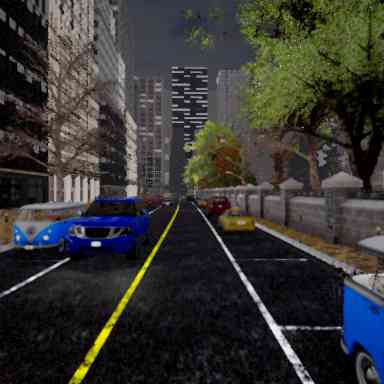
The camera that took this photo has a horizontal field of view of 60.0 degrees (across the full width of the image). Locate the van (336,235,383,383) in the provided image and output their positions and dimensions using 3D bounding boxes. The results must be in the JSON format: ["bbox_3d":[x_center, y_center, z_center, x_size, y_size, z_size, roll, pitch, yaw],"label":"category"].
[{"bbox_3d":[2.561,1.341,2.380,1.690,1.788,3.998,0,0,0],"label":"van"}]

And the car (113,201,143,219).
[{"bbox_3d":[-5.706,1.548,29.956,1.887,1.381,4.507,0,0,-1],"label":"car"}]

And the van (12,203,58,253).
[{"bbox_3d":[-5.513,1.345,13.315,1.690,1.788,3.998,0,0,0],"label":"van"}]

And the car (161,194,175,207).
[{"bbox_3d":[-3.504,1.487,49.799,2.128,1.511,4.902,0,0,-1],"label":"car"}]

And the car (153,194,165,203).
[{"bbox_3d":[-6.725,1.302,68.783,2.192,1.841,5.009,0,0,-2],"label":"car"}]

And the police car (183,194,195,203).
[{"bbox_3d":[-0.367,1.412,66.898,1.930,1.638,5.238,0,0,-2],"label":"police car"}]

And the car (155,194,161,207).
[{"bbox_3d":[-6.046,1.314,46.598,2.192,1.841,5.009,0,0,-1],"label":"car"}]

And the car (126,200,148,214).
[{"bbox_3d":[-5.805,1.584,35.505,1.802,1.307,4.206,0,0,-1],"label":"car"}]

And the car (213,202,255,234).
[{"bbox_3d":[2.461,1.528,19.183,1.752,1.417,4.829,0,0,-1],"label":"car"}]

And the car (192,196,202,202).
[{"bbox_3d":[1.097,1.532,74.475,2.008,1.369,4.403,0,0,-2],"label":"car"}]

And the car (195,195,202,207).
[{"bbox_3d":[1.827,1.520,52.465,1.752,1.417,4.829,0,0,-2],"label":"car"}]

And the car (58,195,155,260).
[{"bbox_3d":[-2.893,1.227,12.778,2.150,2.045,5.566,0,0,0],"label":"car"}]

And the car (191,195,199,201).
[{"bbox_3d":[0.688,1.538,85.567,1.947,1.339,4.313,0,0,-2],"label":"car"}]

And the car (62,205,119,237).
[{"bbox_3d":[-5.562,1.549,18.861,1.887,1.381,4.507,0,0,-1],"label":"car"}]

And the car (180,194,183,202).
[{"bbox_3d":[-1.320,1.484,76.495,1.837,1.490,4.892,0,0,-17],"label":"car"}]

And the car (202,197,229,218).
[{"bbox_3d":[2.317,1.316,30.109,2.192,1.841,5.009,0,0,-1],"label":"car"}]

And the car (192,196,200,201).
[{"bbox_3d":[0.893,1.558,80.021,1.802,1.307,4.206,0,0,-2],"label":"car"}]

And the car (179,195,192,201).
[{"bbox_3d":[-1.628,1.480,83.081,1.837,1.490,4.892,0,0,15],"label":"car"}]
